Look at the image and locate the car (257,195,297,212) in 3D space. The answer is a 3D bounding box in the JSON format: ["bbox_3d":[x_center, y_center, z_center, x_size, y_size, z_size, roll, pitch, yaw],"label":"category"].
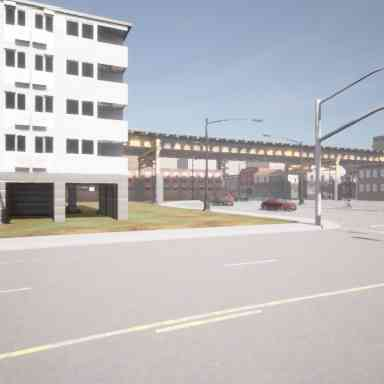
[{"bbox_3d":[10.140,1.477,39.063,1.882,1.535,5.008,0,0,-25],"label":"car"}]

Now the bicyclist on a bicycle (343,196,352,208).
[{"bbox_3d":[20.236,1.303,43.344,1.656,1.620,0.582,0,0,-25],"label":"bicyclist on a bicycle"}]

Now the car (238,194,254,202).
[{"bbox_3d":[11.346,1.525,75.425,2.128,1.511,4.902,0,0,41],"label":"car"}]

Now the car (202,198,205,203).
[{"bbox_3d":[3.345,1.608,67.422,1.895,1.301,4.718,0,0,15],"label":"car"}]

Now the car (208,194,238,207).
[{"bbox_3d":[4.647,1.500,51.190,1.837,1.490,4.892,0,1,-21],"label":"car"}]
